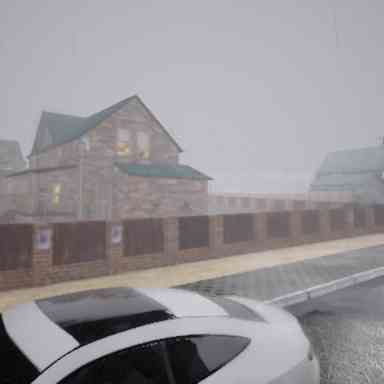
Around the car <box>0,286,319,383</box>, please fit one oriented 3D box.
[{"bbox_3d":[-0.910,1.550,2.331,4.674,1.442,1.812,0,-1,-39],"label":"car"}]
